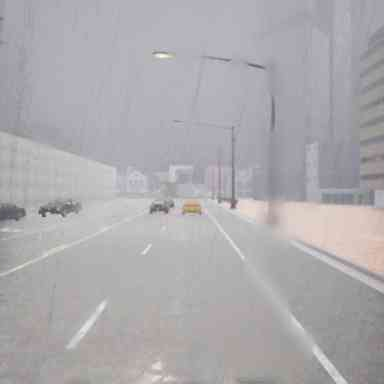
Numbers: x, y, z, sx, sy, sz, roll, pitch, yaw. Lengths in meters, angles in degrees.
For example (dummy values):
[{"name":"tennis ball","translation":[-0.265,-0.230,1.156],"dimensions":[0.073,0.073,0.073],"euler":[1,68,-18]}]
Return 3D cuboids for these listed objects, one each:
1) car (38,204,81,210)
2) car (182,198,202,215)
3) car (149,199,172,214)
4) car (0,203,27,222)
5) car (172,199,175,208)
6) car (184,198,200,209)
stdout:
[{"name":"car","translation":[-10.496,1.181,26.933],"dimensions":[2.033,1.411,5.357],"euler":[0,0,0]},{"name":"car","translation":[0.007,1.461,33.902],"dimensions":[1.882,1.535,5.008],"euler":[0,0,0]},{"name":"car","translation":[-3.406,1.508,35.380],"dimensions":[1.812,1.442,4.674],"euler":[0,0,0]},{"name":"car","translation":[-14.072,1.536,24.152],"dimensions":[2.033,1.411,5.357],"euler":[0,0,0]},{"name":"car","translation":[-3.472,1.578,46.923],"dimensions":[1.895,1.301,4.718],"euler":[0,0,0]},{"name":"car","translation":[0.020,1.526,45.589],"dimensions":[2.033,1.411,5.357],"euler":[0,0,0]}]
